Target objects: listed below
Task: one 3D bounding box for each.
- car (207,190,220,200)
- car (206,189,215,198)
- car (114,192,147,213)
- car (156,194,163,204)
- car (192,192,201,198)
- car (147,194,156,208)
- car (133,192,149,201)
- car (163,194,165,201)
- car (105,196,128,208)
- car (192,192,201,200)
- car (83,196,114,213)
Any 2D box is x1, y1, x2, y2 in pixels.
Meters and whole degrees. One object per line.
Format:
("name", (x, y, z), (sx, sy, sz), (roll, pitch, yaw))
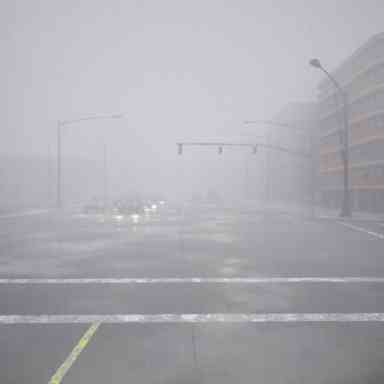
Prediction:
("car", (4.500, 0.919, 65.945), (1.994, 1.385, 4.181), (0, 1, 0))
("car", (4.437, 0.425, 75.928), (2.150, 2.045, 5.566), (0, 1, 0))
("car", (-6.313, 1.226, 34.531), (2.097, 1.767, 4.553), (0, 1, 0))
("car", (-6.242, 1.080, 52.695), (2.128, 1.511, 4.902), (0, 1, 0))
("car", (0.934, 0.649, 75.778), (2.033, 1.411, 5.357), (0, 1, 0))
("car", (-6.281, 1.277, 43.414), (1.812, 1.442, 4.674), (0, 1, 0))
("car", (-9.661, 0.896, 63.214), (2.128, 1.511, 4.902), (0, 1, 1))
("car", (-6.167, 1.012, 62.824), (1.895, 1.301, 4.718), (0, 1, 1))
("car", (-9.780, 1.314, 43.519), (1.994, 1.385, 4.181), (0, 1, 0))
("car", (0.899, 0.959, 65.802), (1.895, 1.301, 4.718), (0, 1, 0))
("car", (-9.811, 1.225, 34.876), (2.097, 1.767, 4.553), (0, 1, 0))
